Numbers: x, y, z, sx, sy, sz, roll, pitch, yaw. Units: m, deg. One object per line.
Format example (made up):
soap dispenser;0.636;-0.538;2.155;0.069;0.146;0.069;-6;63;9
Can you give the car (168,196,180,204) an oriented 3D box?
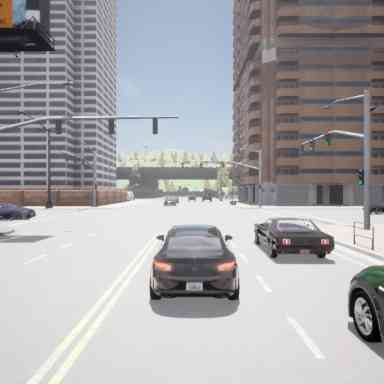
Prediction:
car;-3.530;1.492;65.222;2.128;1.511;4.902;0;0;1

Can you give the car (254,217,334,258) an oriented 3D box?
car;3.605;1.601;12.702;1.895;1.301;4.718;0;0;1

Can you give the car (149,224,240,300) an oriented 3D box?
car;0.062;1.526;8.249;1.812;1.442;4.674;0;0;0

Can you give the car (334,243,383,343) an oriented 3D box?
car;3.601;1.352;3.617;2.097;1.767;4.553;0;0;0

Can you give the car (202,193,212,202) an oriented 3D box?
car;3.514;1.225;78.002;2.150;2.045;5.566;0;0;0

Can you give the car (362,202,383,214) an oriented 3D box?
car;19.963;1.601;33.724;4.718;1.301;1.895;0;0;1

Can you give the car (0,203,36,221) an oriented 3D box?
car;-14.860;1.564;26.733;4.181;1.385;1.994;0;0;0

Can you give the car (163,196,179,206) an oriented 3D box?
car;-3.590;1.492;54.818;2.128;1.511;4.902;0;0;-1

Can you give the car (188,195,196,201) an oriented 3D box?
car;0.014;1.425;77.292;1.837;1.490;4.892;0;0;0
